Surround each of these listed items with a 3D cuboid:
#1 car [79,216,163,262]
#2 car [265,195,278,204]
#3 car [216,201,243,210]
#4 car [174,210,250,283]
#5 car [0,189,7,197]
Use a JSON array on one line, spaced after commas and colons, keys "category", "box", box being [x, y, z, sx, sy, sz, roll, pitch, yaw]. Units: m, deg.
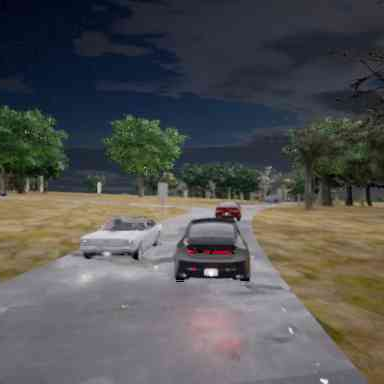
[{"category": "car", "box": [-2.402, 1.594, 12.382, 1.895, 1.301, 4.718, 0, 0, 6]}, {"category": "car", "box": [18.557, 1.736, 77.367, 2.150, 2.045, 5.566, -1, -1, 24]}, {"category": "car", "box": [3.029, 1.456, 26.969, 1.882, 1.535, 5.008, 0, 0, 11]}, {"category": "car", "box": [0.623, 1.497, 9.690, 1.837, 1.490, 4.892, 0, 0, 5]}, {"category": "car", "box": [-33.172, 0.009, 55.549, 4.181, 1.385, 1.994, 2, -1, 16]}]
